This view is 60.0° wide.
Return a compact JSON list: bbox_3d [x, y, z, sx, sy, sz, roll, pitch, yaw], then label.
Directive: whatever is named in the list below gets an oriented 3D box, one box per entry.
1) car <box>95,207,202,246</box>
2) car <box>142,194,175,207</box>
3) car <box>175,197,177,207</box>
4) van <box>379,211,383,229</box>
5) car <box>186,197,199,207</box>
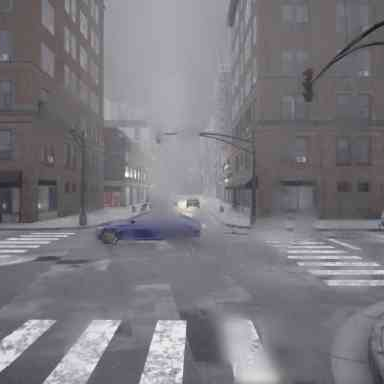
[{"bbox_3d":[-1.877,1.530,14.742,4.674,1.442,1.812,0,0,0],"label":"car"},{"bbox_3d":[-3.075,1.236,29.788,2.150,2.045,5.566,0,0,2],"label":"car"},{"bbox_3d":[-3.087,1.546,39.461,1.812,1.442,4.674,0,0,0],"label":"car"},{"bbox_3d":[12.062,1.358,17.401,3.998,1.788,1.690,0,0,0],"label":"van"},{"bbox_3d":[0.121,1.515,49.639,2.128,1.511,4.902,0,0,0],"label":"car"}]
